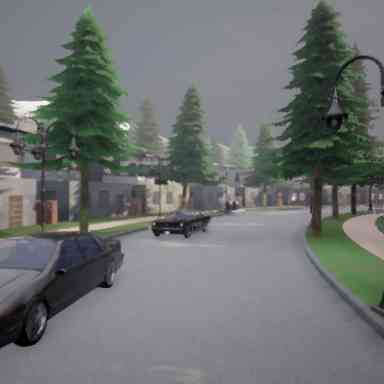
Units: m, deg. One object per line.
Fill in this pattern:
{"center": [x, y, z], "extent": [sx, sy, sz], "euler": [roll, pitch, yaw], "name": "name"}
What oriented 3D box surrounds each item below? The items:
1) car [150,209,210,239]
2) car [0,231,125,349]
{"center": [-0.494, 1.643, 18.013], "extent": [1.895, 1.301, 4.718], "euler": [0, 0, 19], "name": "car"}
{"center": [-2.975, 1.550, 6.709], "extent": [2.033, 1.411, 5.357], "euler": [0, 0, 7], "name": "car"}
